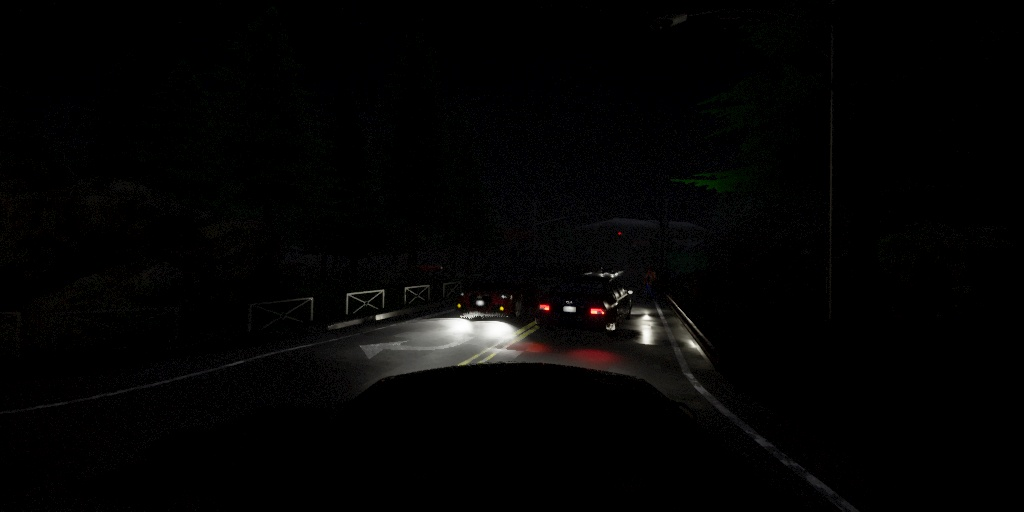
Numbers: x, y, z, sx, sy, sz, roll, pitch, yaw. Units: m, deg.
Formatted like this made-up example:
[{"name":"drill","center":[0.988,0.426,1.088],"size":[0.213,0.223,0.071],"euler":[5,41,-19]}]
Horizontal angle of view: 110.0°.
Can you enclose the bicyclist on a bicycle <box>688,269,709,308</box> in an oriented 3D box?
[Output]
[{"name":"bicyclist on a bicycle","center":[7.863,1.363,15.106],"size":[1.656,1.620,0.582],"euler":[1,-1,-34]}]

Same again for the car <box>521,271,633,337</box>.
[{"name":"car","center":[2.296,1.283,10.277],"size":[2.033,1.411,5.357],"euler":[1,-1,24]}]

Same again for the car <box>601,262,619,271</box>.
[{"name":"car","center":[15.578,1.989,57.917],"size":[2.097,1.767,4.553],"euler":[1,-1,20]}]

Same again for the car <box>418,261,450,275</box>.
[{"name":"car","center":[-10.230,1.502,46.461],"size":[4.553,1.767,2.097],"euler":[1,-1,20]}]

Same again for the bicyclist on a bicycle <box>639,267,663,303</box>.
[{"name":"bicyclist on a bicycle","center":[6.417,1.351,16.487],"size":[1.656,1.620,0.582],"euler":[1,-1,-31]}]

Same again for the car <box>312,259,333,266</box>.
[{"name":"car","center":[-27.598,1.266,53.339],"size":[4.553,1.767,2.097],"euler":[1,-1,25]}]

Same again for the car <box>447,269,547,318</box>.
[{"name":"car","center":[-0.320,1.284,12.856],"size":[1.994,1.385,4.181],"euler":[1,-1,19]}]

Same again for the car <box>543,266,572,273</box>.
[{"name":"car","center":[5.030,1.862,40.313],"size":[5.357,1.411,2.033],"euler":[-1,-2,31]}]
